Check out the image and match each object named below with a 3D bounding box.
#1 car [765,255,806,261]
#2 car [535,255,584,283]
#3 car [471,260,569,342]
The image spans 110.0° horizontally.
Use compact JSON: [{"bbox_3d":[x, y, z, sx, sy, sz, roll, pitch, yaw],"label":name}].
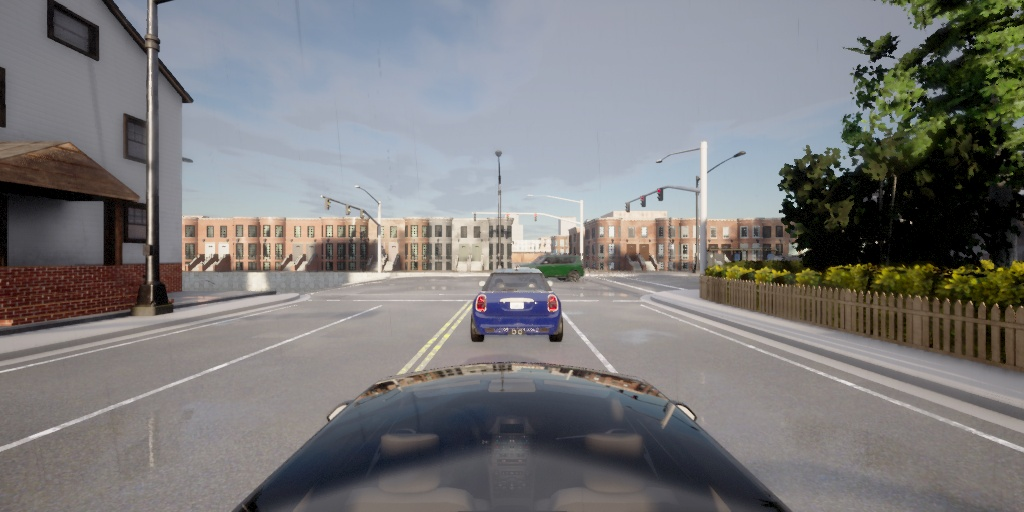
[{"bbox_3d":[22.434,0.972,29.680,5.566,2.045,2.150,0,0,-1],"label":"car"},{"bbox_3d":[2.786,0.973,27.148,5.566,2.045,2.150,0,-1,-21],"label":"car"},{"bbox_3d":[0.109,1.102,9.948,2.097,1.767,4.553,0,0,0],"label":"car"}]
